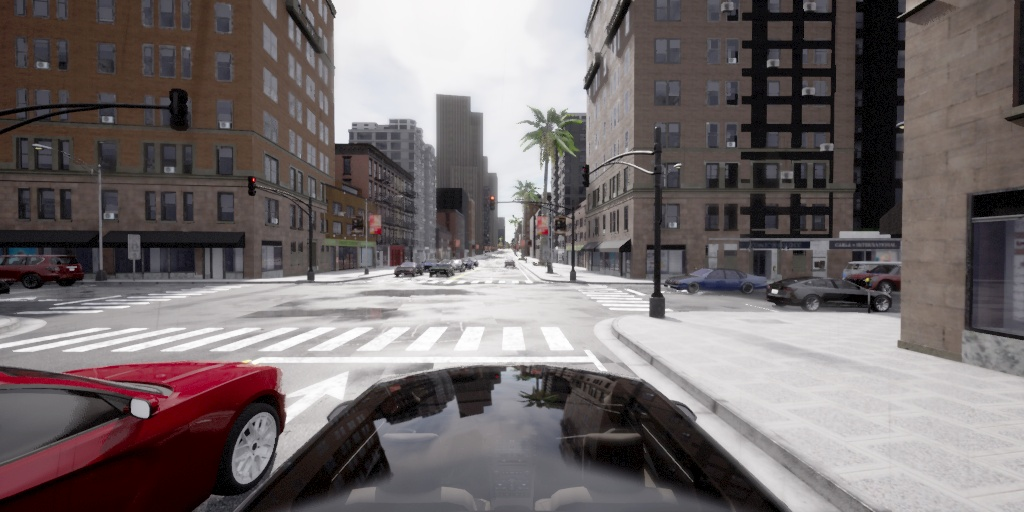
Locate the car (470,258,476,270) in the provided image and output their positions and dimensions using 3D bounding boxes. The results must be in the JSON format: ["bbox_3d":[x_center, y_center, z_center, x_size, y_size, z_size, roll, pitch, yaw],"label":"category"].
[{"bbox_3d":[-6.974,1.081,53.757,2.097,1.767,4.553,0,0,-1],"label":"car"}]

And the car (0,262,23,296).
[{"bbox_3d":[-24.033,1.126,14.592,4.892,1.490,1.837,1,1,-9],"label":"car"}]

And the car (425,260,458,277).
[{"bbox_3d":[-6.845,1.342,35.340,1.895,1.301,4.718,0,0,0],"label":"car"}]

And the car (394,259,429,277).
[{"bbox_3d":[-10.098,1.289,35.666,2.033,1.411,5.357,0,0,-1],"label":"car"}]

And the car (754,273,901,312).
[{"bbox_3d":[12.864,1.513,14.727,4.313,1.339,1.948,0,0,0],"label":"car"}]

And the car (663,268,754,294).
[{"bbox_3d":[11.707,1.400,20.673,5.357,1.411,2.033,0,1,0],"label":"car"}]

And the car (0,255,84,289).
[{"bbox_3d":[-27.278,0.836,19.926,5.009,1.841,2.192,0,0,-9],"label":"car"}]

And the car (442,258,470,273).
[{"bbox_3d":[-6.911,1.229,44.538,2.128,1.511,4.902,0,0,0],"label":"car"}]

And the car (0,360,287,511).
[{"bbox_3d":[-3.144,1.228,1.490,1.882,1.535,5.008,0,0,1],"label":"car"}]

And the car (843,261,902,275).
[{"bbox_3d":[21.962,1.284,20.683,4.553,1.767,2.097,0,1,0],"label":"car"}]

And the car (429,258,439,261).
[{"bbox_3d":[-10.168,1.089,45.197,2.097,1.767,4.553,0,0,0],"label":"car"}]

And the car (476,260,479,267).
[{"bbox_3d":[-7.010,1.315,63.632,1.895,1.301,4.718,0,0,0],"label":"car"}]
